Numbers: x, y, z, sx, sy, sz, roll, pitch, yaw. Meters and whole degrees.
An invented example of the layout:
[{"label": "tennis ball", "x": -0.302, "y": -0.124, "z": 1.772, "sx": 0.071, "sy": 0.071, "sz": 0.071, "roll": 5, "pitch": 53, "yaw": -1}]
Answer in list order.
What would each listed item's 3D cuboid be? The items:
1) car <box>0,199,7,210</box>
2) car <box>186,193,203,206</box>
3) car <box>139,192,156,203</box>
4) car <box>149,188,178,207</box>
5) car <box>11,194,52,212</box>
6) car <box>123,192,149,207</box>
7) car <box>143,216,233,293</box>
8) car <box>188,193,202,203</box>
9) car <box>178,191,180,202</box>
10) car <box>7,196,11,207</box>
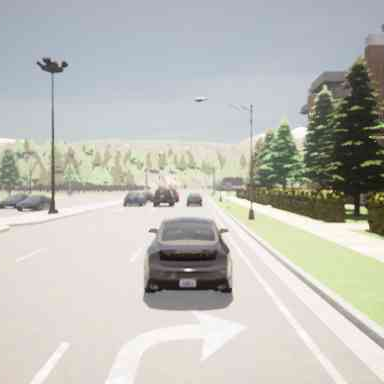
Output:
[{"label": "car", "x": -15.030, "y": 0.886, "z": 21.891, "sx": 2.150, "sy": 2.045, "sz": 5.566, "roll": 0, "pitch": 1, "yaw": 1}, {"label": "car", "x": 0.297, "y": 0.893, "z": 39.596, "sx": 2.128, "sy": 1.511, "sz": 4.902, "roll": 0, "pitch": 1, "yaw": 1}, {"label": "car", "x": -6.554, "y": 0.756, "z": 49.453, "sx": 1.837, "sy": 1.490, "sz": 4.892, "roll": 0, "pitch": 1, "yaw": 1}, {"label": "car", "x": -3.216, "y": 0.634, "z": 38.783, "sx": 2.150, "sy": 2.045, "sz": 5.566, "roll": 0, "pitch": 1, "yaw": 1}, {"label": "car", "x": -14.891, "y": 1.040, "z": 31.839, "sx": 1.812, "sy": 1.442, "sz": 4.674, "roll": 0, "pitch": 1, "yaw": 1}, {"label": "car", "x": -6.705, "y": 0.753, "z": 39.525, "sx": 2.097, "sy": 1.767, "sz": 4.553, "roll": 0, "pitch": 1, "yaw": 1}, {"label": "car", "x": -0.084, "y": 1.374, "z": 8.466, "sx": 1.837, "sy": 1.490, "sz": 4.892, "roll": 0, "pitch": 1, "yaw": 0}, {"label": "car", "x": 0.450, "y": 0.814, "z": 49.661, "sx": 1.994, "sy": 1.385, "sz": 4.181, "roll": 0, "pitch": 1, "yaw": 1}, {"label": "car", "x": -3.054, "y": 0.474, "z": 49.425, "sx": 2.150, "sy": 2.045, "sz": 5.566, "roll": 0, "pitch": 1, "yaw": 1}, {"label": "car", "x": -18.344, "y": 0.988, "z": 35.230, "sx": 1.812, "sy": 1.442, "sz": 4.674, "roll": 0, "pitch": 1, "yaw": 1}]
